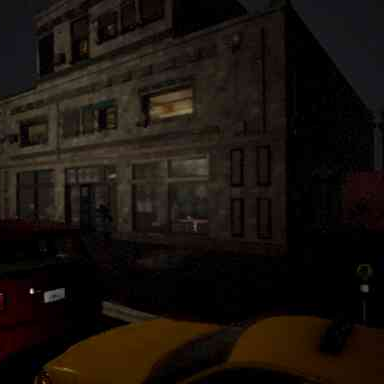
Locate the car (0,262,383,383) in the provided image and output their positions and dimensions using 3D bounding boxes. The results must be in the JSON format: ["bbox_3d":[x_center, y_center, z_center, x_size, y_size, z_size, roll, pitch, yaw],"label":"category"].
[{"bbox_3d":[0.744,1.531,2.347,4.829,1.417,1.752,-1,-1,36],"label":"car"}]

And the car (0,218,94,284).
[{"bbox_3d":[-3.625,1.369,5.467,5.009,1.841,2.192,-1,-1,36],"label":"car"}]
